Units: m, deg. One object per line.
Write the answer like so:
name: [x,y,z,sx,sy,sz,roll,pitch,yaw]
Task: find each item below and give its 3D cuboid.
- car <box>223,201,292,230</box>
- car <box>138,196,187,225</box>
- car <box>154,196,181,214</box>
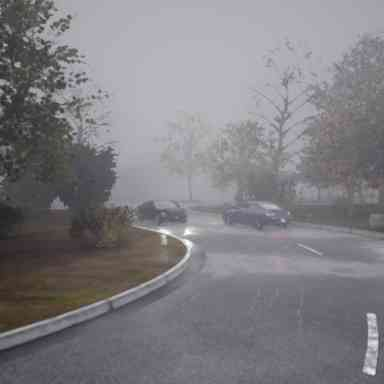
car: [3.573,1.252,18.805,1.812,1.442,4.674,-1,1,-26]
car: [-2.085,1.256,22.115,1.882,1.535,5.008,-1,1,-28]
car: [-2.537,1.195,32.805,1.837,1.490,4.892,-1,1,-14]
